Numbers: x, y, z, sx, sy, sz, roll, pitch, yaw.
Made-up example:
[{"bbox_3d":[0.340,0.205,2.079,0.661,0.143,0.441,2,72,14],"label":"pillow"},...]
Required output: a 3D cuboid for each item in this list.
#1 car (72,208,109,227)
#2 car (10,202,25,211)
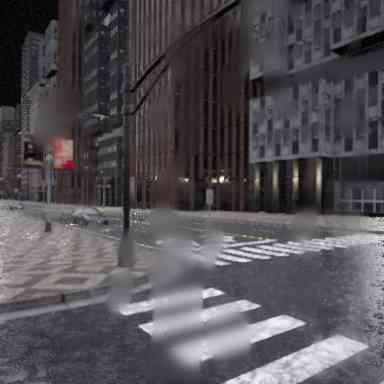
[{"bbox_3d":[-8.437,2.022,27.293,1.812,1.442,4.674,1,-1,-36],"label":"car"},{"bbox_3d":[-30.585,2.506,58.311,2.128,1.511,4.902,1,-1,-36],"label":"car"}]
